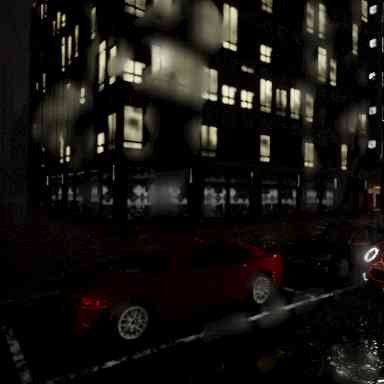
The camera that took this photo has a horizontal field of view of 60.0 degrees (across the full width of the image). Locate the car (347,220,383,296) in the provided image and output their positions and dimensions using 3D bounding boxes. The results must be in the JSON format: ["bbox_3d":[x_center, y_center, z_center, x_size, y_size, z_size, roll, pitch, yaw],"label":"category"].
[{"bbox_3d":[5.793,1.322,7.513,4.553,1.767,2.097,0,0,-36],"label":"car"}]

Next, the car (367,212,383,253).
[{"bbox_3d":[8.917,1.495,12.908,4.507,1.381,1.887,0,1,-35],"label":"car"}]

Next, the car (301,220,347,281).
[{"bbox_3d":[4.379,1.520,9.670,4.403,1.369,2.008,0,1,-35],"label":"car"}]

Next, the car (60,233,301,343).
[{"bbox_3d":[-0.159,1.533,6.431,4.507,1.381,1.887,0,1,-35],"label":"car"}]
